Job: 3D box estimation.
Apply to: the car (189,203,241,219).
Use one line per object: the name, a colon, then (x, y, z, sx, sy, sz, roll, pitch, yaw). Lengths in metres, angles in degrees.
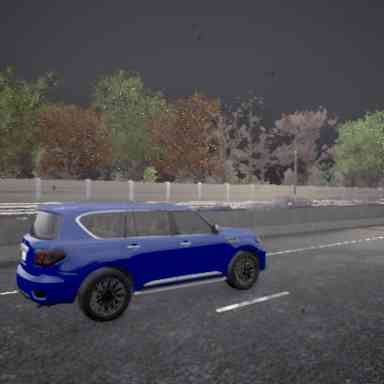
car: (2.183, 1.745, 31.338, 4.718, 1.301, 1.895, 1, 0, -35)

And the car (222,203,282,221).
car: (5.372, 1.703, 29.313, 5.357, 1.411, 2.033, 1, 0, -35)

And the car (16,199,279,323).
car: (-0.807, 1.246, 7.481, 5.566, 2.045, 2.150, 0, 0, -35)

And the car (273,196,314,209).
car: (7.423, 1.377, 26.476, 5.566, 2.045, 2.150, 1, 0, -35)
